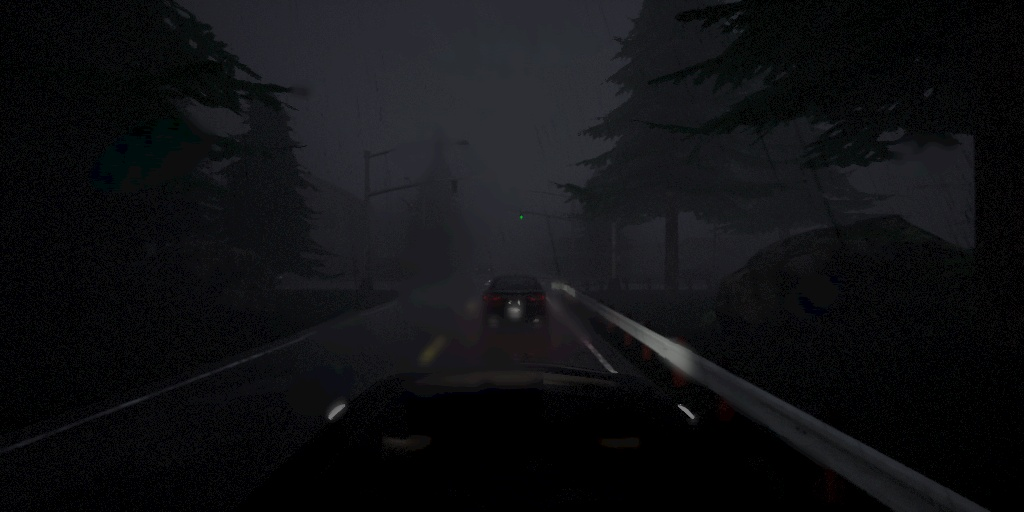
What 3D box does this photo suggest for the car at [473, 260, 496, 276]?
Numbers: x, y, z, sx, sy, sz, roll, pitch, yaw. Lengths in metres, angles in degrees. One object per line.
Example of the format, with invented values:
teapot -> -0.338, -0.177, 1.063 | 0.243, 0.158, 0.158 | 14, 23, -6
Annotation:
car -> -3.368, 1.593, 44.301 | 1.882, 1.535, 5.008 | 0, 0, 0

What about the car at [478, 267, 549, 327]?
car -> 0.122, 1.315, 11.946 | 1.882, 1.535, 5.008 | 0, 0, 1

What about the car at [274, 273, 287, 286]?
car -> -19.157, 1.159, 25.508 | 5.566, 2.045, 2.150 | 0, 0, 1

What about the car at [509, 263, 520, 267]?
car -> 0.411, 1.829, 61.680 | 1.994, 1.385, 4.181 | 0, 0, 0

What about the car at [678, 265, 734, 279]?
car -> 15.225, 1.460, 28.794 | 4.902, 1.511, 2.128 | 0, 0, 0
